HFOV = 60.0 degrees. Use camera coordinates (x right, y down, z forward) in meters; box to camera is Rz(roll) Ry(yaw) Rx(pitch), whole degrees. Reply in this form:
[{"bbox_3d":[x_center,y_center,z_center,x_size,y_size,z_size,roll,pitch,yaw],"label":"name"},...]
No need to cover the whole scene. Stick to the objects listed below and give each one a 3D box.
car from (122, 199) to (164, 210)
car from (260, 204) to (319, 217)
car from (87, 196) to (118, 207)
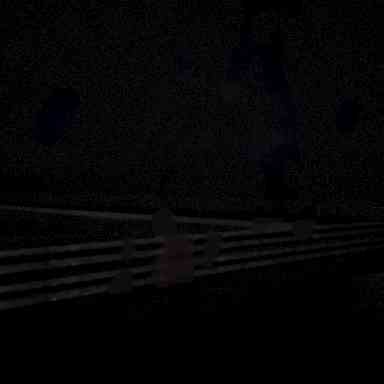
[{"bbox_3d":[-5.361,1.475,36.685,4.718,1.301,1.895,1,-1,26],"label":"car"},{"bbox_3d":[9.169,1.846,31.267,5.357,1.411,2.033,2,-1,19],"label":"car"},{"bbox_3d":[-11.987,1.329,44.648,4.902,1.511,2.128,1,-1,31],"label":"car"}]
